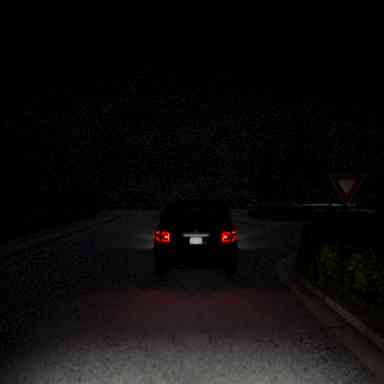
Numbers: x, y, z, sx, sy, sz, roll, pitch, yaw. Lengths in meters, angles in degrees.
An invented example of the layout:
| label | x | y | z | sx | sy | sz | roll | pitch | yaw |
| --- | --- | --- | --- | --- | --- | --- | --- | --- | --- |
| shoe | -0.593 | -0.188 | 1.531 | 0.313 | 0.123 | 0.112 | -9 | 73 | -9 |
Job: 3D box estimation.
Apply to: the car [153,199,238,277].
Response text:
| label | x | y | z | sx | sy | sz | roll | pitch | yaw |
| --- | --- | --- | --- | --- | --- | --- | --- | --- | --- |
| car | 0.096 | 1.227 | 10.377 | 2.150 | 2.045 | 5.566 | 0 | 0 | 0 |

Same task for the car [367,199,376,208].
| label | x | y | z | sx | sy | sz | roll | pitch | yaw |
| --- | --- | --- | --- | --- | --- | --- | --- | --- | --- |
| car | 24.950 | 1.245 | 41.412 | 5.566 | 2.045 | 2.150 | 0 | 0 | 1 |
